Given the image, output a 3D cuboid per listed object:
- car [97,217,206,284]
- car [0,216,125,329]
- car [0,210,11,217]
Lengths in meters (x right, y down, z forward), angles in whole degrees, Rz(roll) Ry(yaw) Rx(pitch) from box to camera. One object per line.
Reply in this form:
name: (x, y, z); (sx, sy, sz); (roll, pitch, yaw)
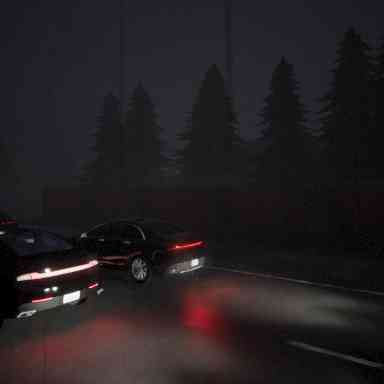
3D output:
car: (-1.891, 1.505, 9.664); (4.892, 1.490, 1.837); (0, 0, 36)
car: (-3.921, 1.492, 6.813); (4.902, 1.511, 2.128); (0, 0, 36)
car: (-9.995, 1.505, 15.485); (4.892, 1.490, 1.837); (0, 0, 36)
